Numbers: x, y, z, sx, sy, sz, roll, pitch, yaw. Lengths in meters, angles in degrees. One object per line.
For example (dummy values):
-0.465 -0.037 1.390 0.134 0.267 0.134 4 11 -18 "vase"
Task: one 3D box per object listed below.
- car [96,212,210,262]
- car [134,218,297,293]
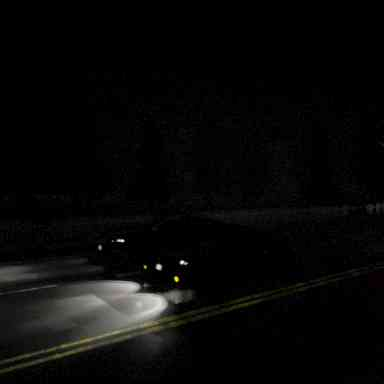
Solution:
-0.898 1.481 11.926 4.902 1.511 2.128 0 0 -35 "car"
0.858 1.554 8.881 4.181 1.385 1.994 0 0 -35 "car"
